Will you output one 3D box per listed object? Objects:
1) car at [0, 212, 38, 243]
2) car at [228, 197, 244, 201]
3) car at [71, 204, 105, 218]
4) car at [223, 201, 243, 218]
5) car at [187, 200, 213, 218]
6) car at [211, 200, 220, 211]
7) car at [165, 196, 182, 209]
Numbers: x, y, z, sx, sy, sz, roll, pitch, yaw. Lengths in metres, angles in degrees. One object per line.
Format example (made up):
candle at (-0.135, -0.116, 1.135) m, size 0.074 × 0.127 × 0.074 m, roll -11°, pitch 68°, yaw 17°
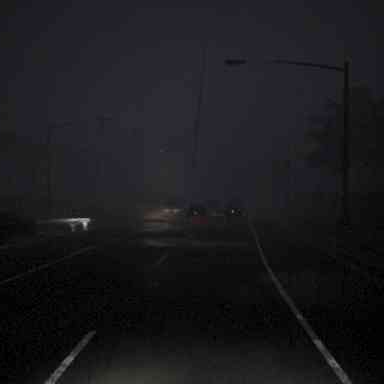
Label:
car at (-9.322, 1.667, 15.943) m, size 1.994 × 1.385 × 4.181 m, roll 0°, pitch -1°, yaw 8°
car at (6.536, 1.740, 49.503) m, size 2.150 × 2.045 × 5.566 m, roll 0°, pitch -1°, yaw 9°
car at (-10.307, 1.841, 33.093) m, size 1.994 × 1.385 × 4.181 m, roll 0°, pitch -1°, yaw 9°
car at (4.329, 1.921, 34.929) m, size 1.994 × 1.385 × 4.181 m, roll 0°, pitch -1°, yaw 9°
car at (0.706, 1.837, 34.386) m, size 1.837 × 1.490 × 4.892 m, roll 0°, pitch -2°, yaw 9°
car at (2.983, 1.995, 49.432) m, size 2.128 × 1.511 × 4.902 m, roll 0°, pitch 0°, yaw 9°
car at (-3.084, 1.764, 57.101) m, size 2.150 × 2.045 × 5.566 m, roll 0°, pitch 0°, yaw 9°
